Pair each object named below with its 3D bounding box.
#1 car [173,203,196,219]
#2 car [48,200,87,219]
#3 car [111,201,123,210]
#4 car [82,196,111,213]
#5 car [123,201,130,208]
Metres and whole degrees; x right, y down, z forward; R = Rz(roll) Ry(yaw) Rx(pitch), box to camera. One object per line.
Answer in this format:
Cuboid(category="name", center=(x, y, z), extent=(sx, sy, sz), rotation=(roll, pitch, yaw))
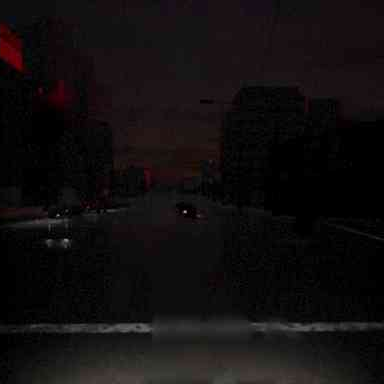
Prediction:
Cuboid(category="car", center=(-0.651, 1.622, 29.292), extent=(1.994, 1.385, 4.181), rotation=(0, -1, -2))
Cuboid(category="car", center=(-11.385, 1.677, 30.289), extent=(1.895, 1.301, 4.718), rotation=(0, -1, -2))
Cuboid(category="car", center=(-12.059, 1.990, 49.881), extent=(1.994, 1.385, 4.181), rotation=(0, -1, -1))
Cuboid(category="car", center=(-11.742, 1.441, 39.984), extent=(2.150, 2.045, 5.566), rotation=(0, -1, -2))
Cuboid(category="car", center=(-12.404, 2.234, 59.765), extent=(1.895, 1.301, 4.718), rotation=(0, -1, -2))
